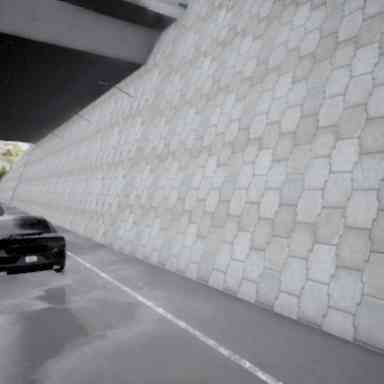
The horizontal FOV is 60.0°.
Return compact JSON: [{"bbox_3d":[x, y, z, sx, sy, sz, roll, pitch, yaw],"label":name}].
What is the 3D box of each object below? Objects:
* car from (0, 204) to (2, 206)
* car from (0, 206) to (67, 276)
[{"bbox_3d":[-14.684,1.366,24.097,2.033,1.411,5.357,0,1,-34],"label":"car"},{"bbox_3d":[-5.154,1.403,9.908,1.882,1.535,5.008,0,1,-34],"label":"car"}]
